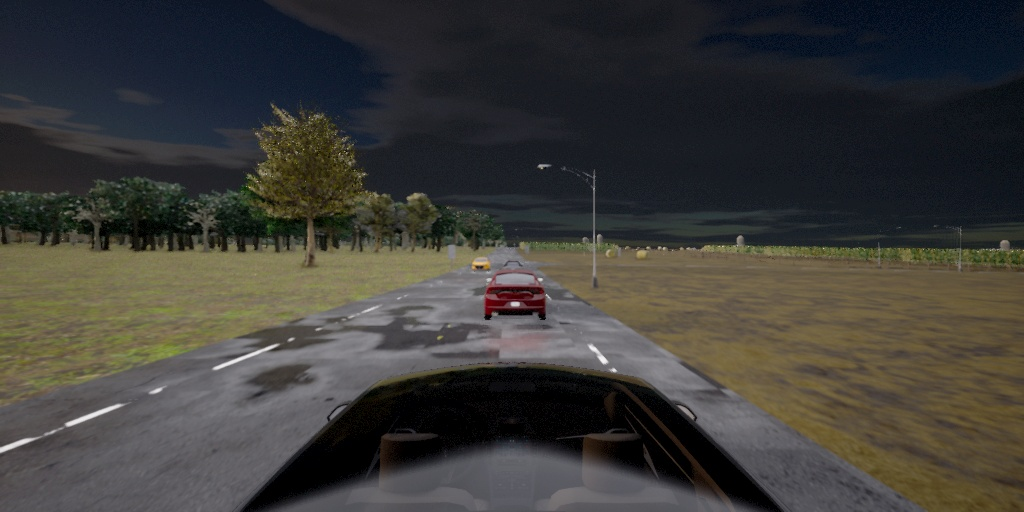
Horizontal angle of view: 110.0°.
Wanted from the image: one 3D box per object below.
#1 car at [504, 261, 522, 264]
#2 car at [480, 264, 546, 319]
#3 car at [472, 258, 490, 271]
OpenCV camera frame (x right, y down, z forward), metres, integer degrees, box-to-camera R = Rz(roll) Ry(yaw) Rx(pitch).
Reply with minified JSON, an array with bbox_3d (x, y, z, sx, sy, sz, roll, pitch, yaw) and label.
[{"bbox_3d":[0.093,1.156,33.501,1.994,1.385,4.181,0,1,0],"label":"car"},{"bbox_3d":[0.097,1.213,12.674,1.882,1.535,5.008,0,0,0],"label":"car"},{"bbox_3d":[-3.559,0.941,41.912,1.882,1.535,5.008,0,1,0],"label":"car"}]
